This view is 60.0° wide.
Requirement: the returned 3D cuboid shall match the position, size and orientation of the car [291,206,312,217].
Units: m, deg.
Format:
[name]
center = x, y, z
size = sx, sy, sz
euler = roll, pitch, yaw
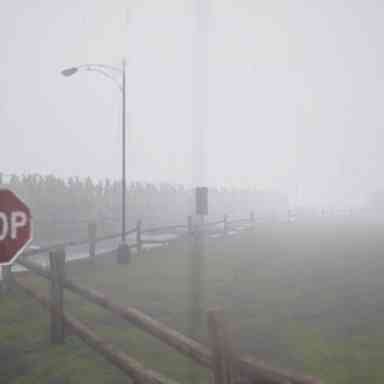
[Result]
[car]
center = 15.971, 2.809, 48.597
size = 1.882, 1.535, 5.008
euler = -1, -2, 36
